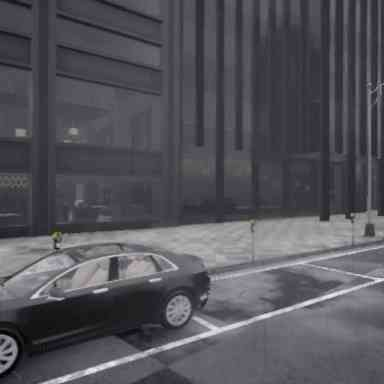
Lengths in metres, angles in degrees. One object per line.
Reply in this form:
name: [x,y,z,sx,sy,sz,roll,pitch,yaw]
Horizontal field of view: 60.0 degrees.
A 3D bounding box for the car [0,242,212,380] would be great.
car: [-1.693,1.556,5.322,4.403,1.369,2.008,0,0,-35]
